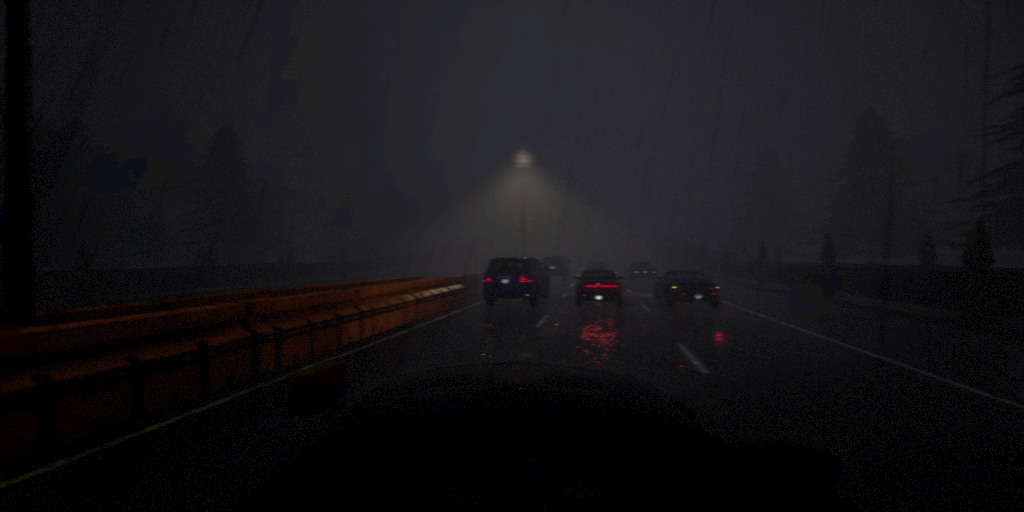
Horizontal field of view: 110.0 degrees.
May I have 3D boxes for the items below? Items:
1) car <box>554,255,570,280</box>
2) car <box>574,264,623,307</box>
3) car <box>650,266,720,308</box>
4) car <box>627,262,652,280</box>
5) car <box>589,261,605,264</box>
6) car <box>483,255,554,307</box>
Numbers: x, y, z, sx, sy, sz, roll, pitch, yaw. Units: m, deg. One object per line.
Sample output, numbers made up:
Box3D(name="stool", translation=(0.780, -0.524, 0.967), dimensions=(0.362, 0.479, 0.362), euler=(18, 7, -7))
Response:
Box3D(name="car", translation=(3.768, 0.924, 31.022), dimensions=(2.150, 2.045, 5.566), euler=(-1, 2, 13))
Box3D(name="car", translation=(3.836, 1.311, 15.897), dimensions=(1.837, 1.490, 4.892), euler=(-1, 0, 13))
Box3D(name="car", translation=(7.266, 1.280, 15.188), dimensions=(1.812, 1.442, 4.674), euler=(-1, 0, 14))
Box3D(name="car", translation=(10.587, 1.157, 29.423), dimensions=(2.033, 1.411, 5.357), euler=(-1, 2, 13))
Box3D(name="car", translation=(7.265, 1.172, 30.575), dimensions=(1.812, 1.442, 4.674), euler=(-1, 2, 13))
Box3D(name="car", translation=(0.358, 1.069, 16.423), dimensions=(2.150, 2.045, 5.566), euler=(-1, 0, 13))
